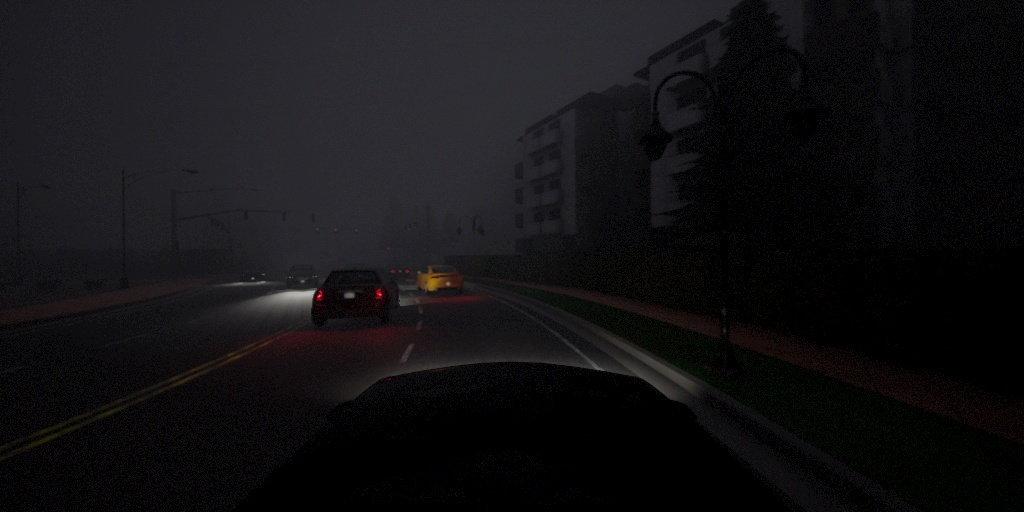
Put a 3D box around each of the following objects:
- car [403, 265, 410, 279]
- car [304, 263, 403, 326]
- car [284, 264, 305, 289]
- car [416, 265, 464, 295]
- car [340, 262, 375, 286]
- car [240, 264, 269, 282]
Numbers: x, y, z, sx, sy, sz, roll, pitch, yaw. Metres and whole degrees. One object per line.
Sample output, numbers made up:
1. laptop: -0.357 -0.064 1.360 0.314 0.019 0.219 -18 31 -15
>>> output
1. car: -10.694 1.348 32.396 2.033 1.411 5.357 -1 0 -30
2. car: -5.092 1.134 12.233 2.097 1.767 4.553 -1 0 -13
3. car: -14.315 1.336 24.536 2.128 1.511 4.902 -1 0 -30
4. car: -4.134 1.238 20.071 1.882 1.535 5.008 0 0 -23
5. car: -11.991 1.297 27.650 1.882 1.535 5.008 -1 0 -30
6. car: -22.461 1.454 31.456 2.033 1.411 5.357 -1 0 -31
